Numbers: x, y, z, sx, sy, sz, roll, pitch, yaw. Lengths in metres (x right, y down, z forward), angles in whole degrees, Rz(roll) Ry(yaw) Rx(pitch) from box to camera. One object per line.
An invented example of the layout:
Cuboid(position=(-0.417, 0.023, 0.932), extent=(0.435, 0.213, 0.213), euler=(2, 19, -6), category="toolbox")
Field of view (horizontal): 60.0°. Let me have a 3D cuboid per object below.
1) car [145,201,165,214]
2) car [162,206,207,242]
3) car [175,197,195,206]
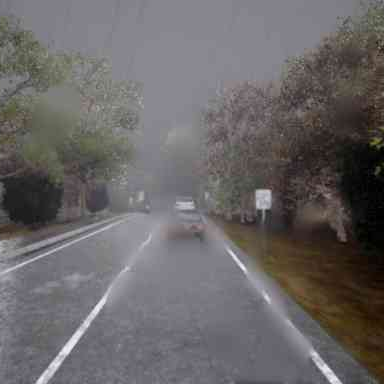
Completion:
Cuboid(position=(-4.531, 1.873, 41.435), extent=(2.097, 1.767, 4.553), euler=(0, -2, -1), category="car")
Cuboid(position=(-0.268, 1.651, 16.958), extent=(2.033, 1.411, 5.357), euler=(0, 0, -1), category="car")
Cuboid(position=(-0.805, 1.601, 38.204), extent=(2.150, 2.045, 5.566), euler=(0, -2, -1), category="car")
